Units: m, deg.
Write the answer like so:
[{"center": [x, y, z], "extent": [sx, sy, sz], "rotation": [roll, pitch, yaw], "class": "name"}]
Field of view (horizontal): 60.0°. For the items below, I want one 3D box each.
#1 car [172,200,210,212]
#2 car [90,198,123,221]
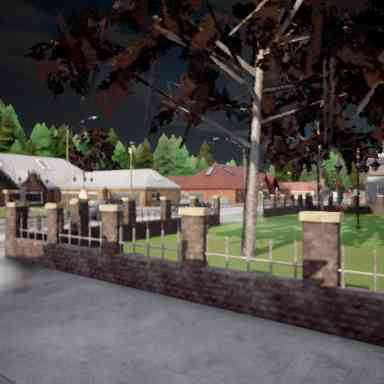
[{"center": [0.096, 1.534, 37.043], "extent": [2.033, 1.411, 5.357], "rotation": [0, 0, 36], "class": "car"}, {"center": [-7.114, 1.338, 26.982], "extent": [2.097, 1.767, 4.553], "rotation": [0, 0, 36], "class": "car"}]
